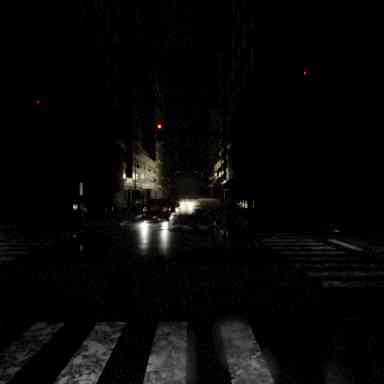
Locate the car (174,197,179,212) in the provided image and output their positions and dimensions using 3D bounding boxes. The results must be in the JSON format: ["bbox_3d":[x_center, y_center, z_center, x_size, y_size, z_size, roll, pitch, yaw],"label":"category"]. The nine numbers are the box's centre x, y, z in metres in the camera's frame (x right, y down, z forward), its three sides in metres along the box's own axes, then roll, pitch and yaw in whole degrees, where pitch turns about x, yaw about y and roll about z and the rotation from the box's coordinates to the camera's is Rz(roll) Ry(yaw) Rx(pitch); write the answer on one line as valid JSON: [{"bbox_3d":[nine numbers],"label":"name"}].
[{"bbox_3d":[-2.873,1.549,37.614,1.994,1.385,4.181,0,0,0],"label":"car"}]

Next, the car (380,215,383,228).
[{"bbox_3d":[12.338,1.282,16.792,5.009,1.841,2.192,0,0,0],"label":"car"}]

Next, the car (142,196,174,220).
[{"bbox_3d":[-2.868,1.344,27.628,2.097,1.767,4.553,0,0,0],"label":"car"}]

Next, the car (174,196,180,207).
[{"bbox_3d":[-2.872,1.327,47.910,2.097,1.767,4.553,0,0,0],"label":"car"}]
